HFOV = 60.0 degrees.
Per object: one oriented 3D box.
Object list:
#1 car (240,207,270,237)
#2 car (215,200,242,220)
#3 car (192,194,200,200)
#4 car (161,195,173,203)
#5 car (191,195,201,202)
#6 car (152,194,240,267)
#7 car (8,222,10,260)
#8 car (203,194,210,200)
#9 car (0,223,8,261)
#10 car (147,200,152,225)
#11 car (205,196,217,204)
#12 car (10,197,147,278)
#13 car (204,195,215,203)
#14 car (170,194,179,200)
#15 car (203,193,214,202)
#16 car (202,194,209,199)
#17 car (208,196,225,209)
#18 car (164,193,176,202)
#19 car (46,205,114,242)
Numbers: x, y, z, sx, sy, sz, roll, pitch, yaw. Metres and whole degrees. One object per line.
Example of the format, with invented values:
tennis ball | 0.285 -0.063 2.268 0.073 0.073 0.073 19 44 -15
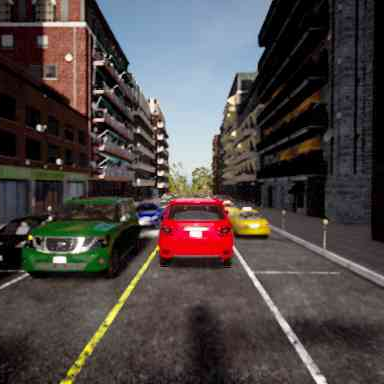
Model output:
car | 2.841 1.486 17.361 1.752 1.417 4.829 -1 0 1
car | 3.019 1.457 28.408 1.752 1.417 4.829 -1 0 1
car | 0.962 1.160 79.869 1.837 1.490 4.892 0 0 1
car | -4.900 1.354 66.958 2.008 1.369 4.403 -1 0 1
car | 0.835 1.307 69.452 1.837 1.490 4.892 0 0 1
car | 0.138 1.206 11.470 2.150 2.045 5.566 0 0 1
car | -5.575 1.516 11.722 1.947 1.339 4.313 -1 0 1
car | 3.751 1.295 89.170 1.752 1.417 4.829 -1 0 1
car | -5.645 1.491 6.028 1.752 1.417 4.829 -1 0 1
car | -2.837 1.458 21.472 1.812 1.442 4.674 0 0 1
car | 3.412 1.395 61.380 2.008 1.369 4.403 -1 0 1
car | -2.988 1.184 10.333 2.150 2.045 5.566 0 0 1
car | 3.480 1.395 66.904 1.947 1.339 4.313 -1 0 1
car | -4.630 1.295 89.053 2.008 1.369 4.403 -1 0 1
car | 3.543 1.130 72.427 2.192 1.841 5.009 -1 0 1
car | 3.817 1.337 94.524 1.802 1.307 4.206 -1 0 1
car | 3.208 1.328 44.809 1.967 1.590 4.097 -1 0 1
car | -4.836 1.104 72.481 2.192 1.841 5.009 -1 0 1
car | -5.509 1.461 17.076 1.752 1.417 4.829 -1 0 1
